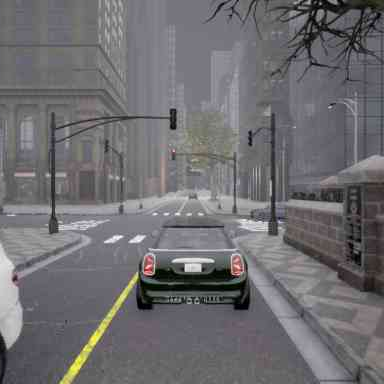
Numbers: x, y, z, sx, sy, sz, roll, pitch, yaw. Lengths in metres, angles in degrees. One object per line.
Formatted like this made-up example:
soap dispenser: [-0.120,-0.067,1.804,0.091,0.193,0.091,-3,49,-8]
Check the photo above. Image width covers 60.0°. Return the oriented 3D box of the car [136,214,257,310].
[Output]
car: [0.035,1.352,7.982,2.097,1.767,4.553,0,0,0]

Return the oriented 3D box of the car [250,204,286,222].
car: [6.653,1.606,26.028,4.181,1.385,1.994,0,0,0]

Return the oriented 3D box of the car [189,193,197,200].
car: [0.243,0.937,81.241,2.097,1.767,4.553,0,1,0]

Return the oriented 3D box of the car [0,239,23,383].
car: [-3.081,1.223,1.697,2.150,2.045,5.566,0,0,0]
